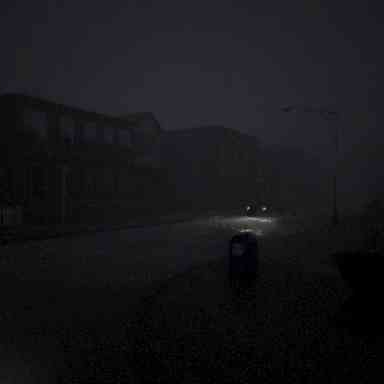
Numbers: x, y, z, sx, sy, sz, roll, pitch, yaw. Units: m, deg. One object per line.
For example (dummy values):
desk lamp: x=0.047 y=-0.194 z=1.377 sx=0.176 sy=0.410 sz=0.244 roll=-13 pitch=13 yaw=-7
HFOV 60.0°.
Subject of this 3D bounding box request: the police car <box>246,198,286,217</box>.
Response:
police car: x=6.374 y=1.295 z=28.554 sx=2.038 sy=1.542 sz=4.974 roll=1 pitch=1 yaw=35
